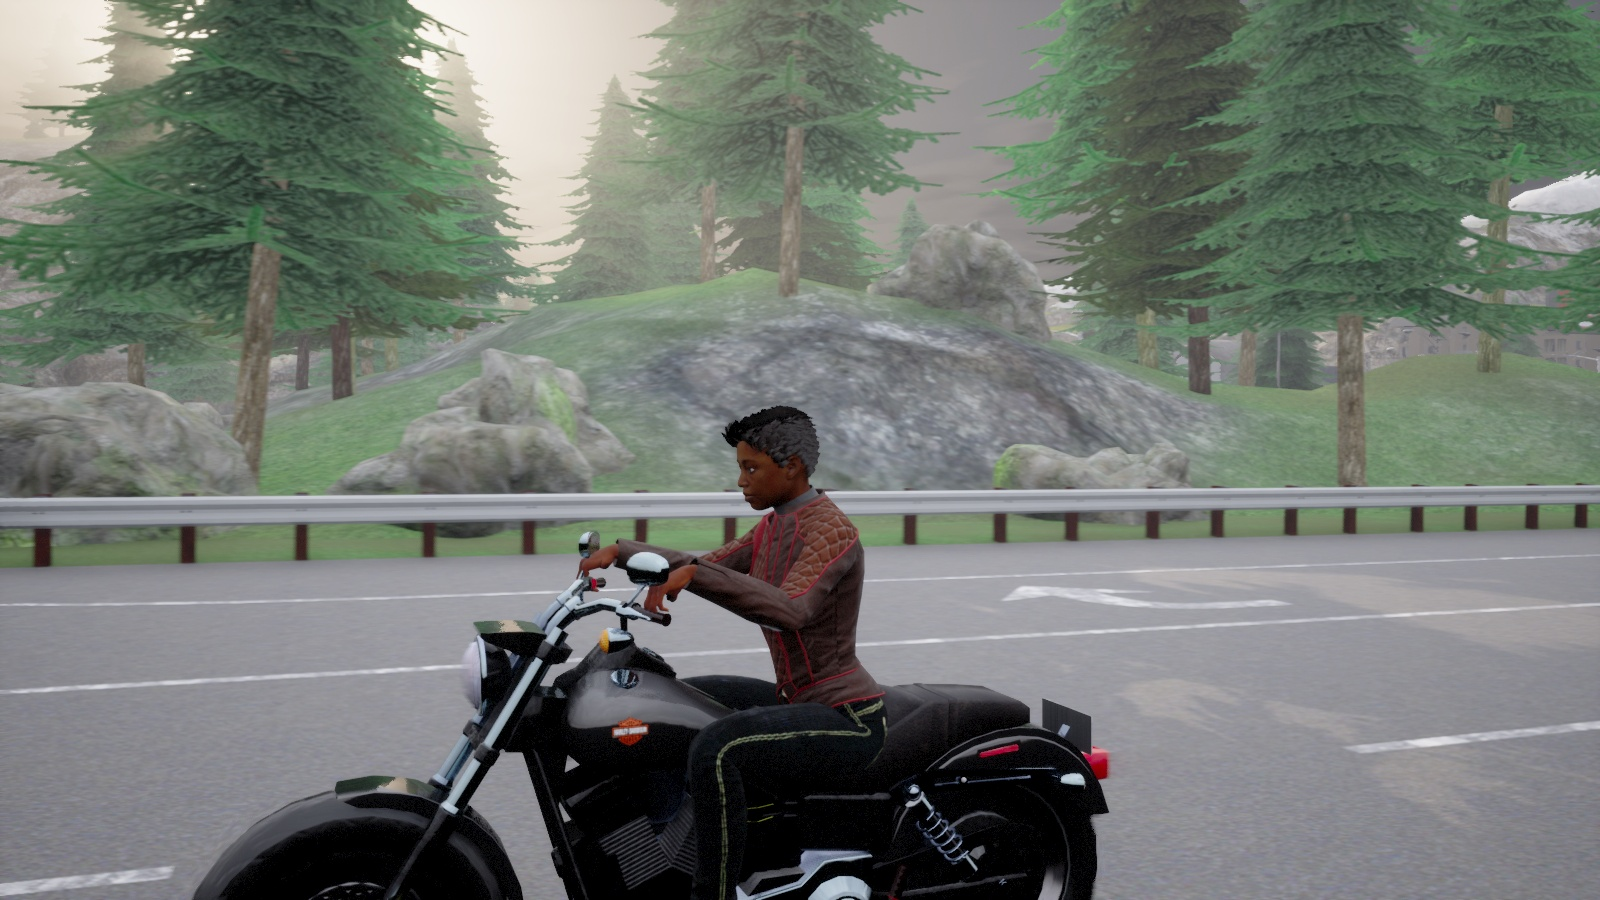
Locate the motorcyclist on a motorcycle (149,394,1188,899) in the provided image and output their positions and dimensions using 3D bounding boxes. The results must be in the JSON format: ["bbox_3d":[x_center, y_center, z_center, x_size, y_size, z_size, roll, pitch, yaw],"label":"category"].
[{"bbox_3d":[-0.248,0.700,3.145,2.350,1.649,0.766,-1,1,-21],"label":"motorcyclist on a motorcycle"}]
